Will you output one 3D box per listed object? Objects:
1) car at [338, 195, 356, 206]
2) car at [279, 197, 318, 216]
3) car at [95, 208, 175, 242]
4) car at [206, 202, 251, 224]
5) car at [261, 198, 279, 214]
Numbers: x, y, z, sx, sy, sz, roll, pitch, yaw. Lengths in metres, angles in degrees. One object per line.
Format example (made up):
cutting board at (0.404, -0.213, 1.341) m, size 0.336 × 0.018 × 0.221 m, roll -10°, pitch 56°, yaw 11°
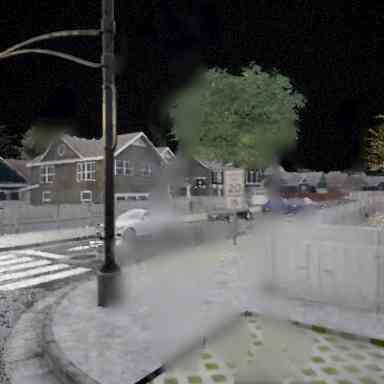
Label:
car at (22.493, 1.232, 48.267) m, size 1.812 × 1.442 × 4.674 m, roll -1°, pitch 0°, yaw 37°
car at (10.104, 1.237, 30.722) m, size 2.097 × 1.767 × 4.553 m, roll -1°, pitch 0°, yaw 34°
car at (-2.717, 1.581, 16.970) m, size 1.812 × 1.442 × 4.674 m, roll -1°, pitch 0°, yaw 33°
car at (2.877, 1.485, 25.246) m, size 1.837 × 1.490 × 4.892 m, roll -1°, pitch 0°, yaw 34°
car at (8.606, 1.380, 33.733) m, size 1.882 × 1.535 × 5.008 m, roll -1°, pitch 0°, yaw 34°
